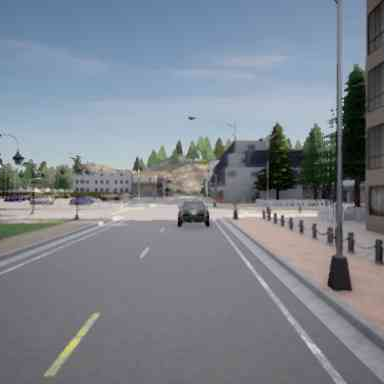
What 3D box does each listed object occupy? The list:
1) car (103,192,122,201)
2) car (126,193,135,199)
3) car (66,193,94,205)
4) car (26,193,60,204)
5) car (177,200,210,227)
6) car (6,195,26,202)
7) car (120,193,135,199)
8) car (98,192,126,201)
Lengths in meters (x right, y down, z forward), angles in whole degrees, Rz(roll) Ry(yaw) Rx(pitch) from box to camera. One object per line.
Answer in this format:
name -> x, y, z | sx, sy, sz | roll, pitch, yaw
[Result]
car -> -17.655, 1.015, 73.966 | 3.866, 1.878, 1.905 | 0, 0, 0
car -> -17.655, 1.079, 86.761 | 5.027, 1.636, 2.152 | 0, 0, 0
car -> -17.380, 1.334, 52.477 | 3.633, 1.501, 1.845 | 0, 0, 0
car -> -24.801, 1.341, 55.458 | 3.806, 1.475, 1.970 | 0, 0, 0
car -> 0.103, 1.329, 22.910 | 2.097, 1.767, 4.553 | 0, 0, 0
car -> -35.792, 1.263, 67.451 | 3.633, 1.501, 1.845 | 0, 0, 0
car -> -17.978, 1.151, 93.178 | 3.806, 1.475, 1.970 | 0, 0, 0
car -> -17.243, 1.039, 71.061 | 4.605, 1.855, 1.932 | 0, 0, 0
